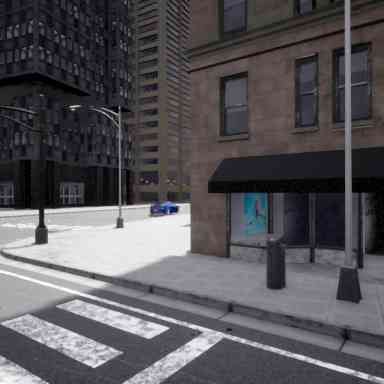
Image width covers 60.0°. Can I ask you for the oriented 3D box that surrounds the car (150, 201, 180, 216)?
[{"bbox_3d":[-2.953,1.796,37.392,1.882,1.535,5.008,0,-1,20],"label":"car"}]
